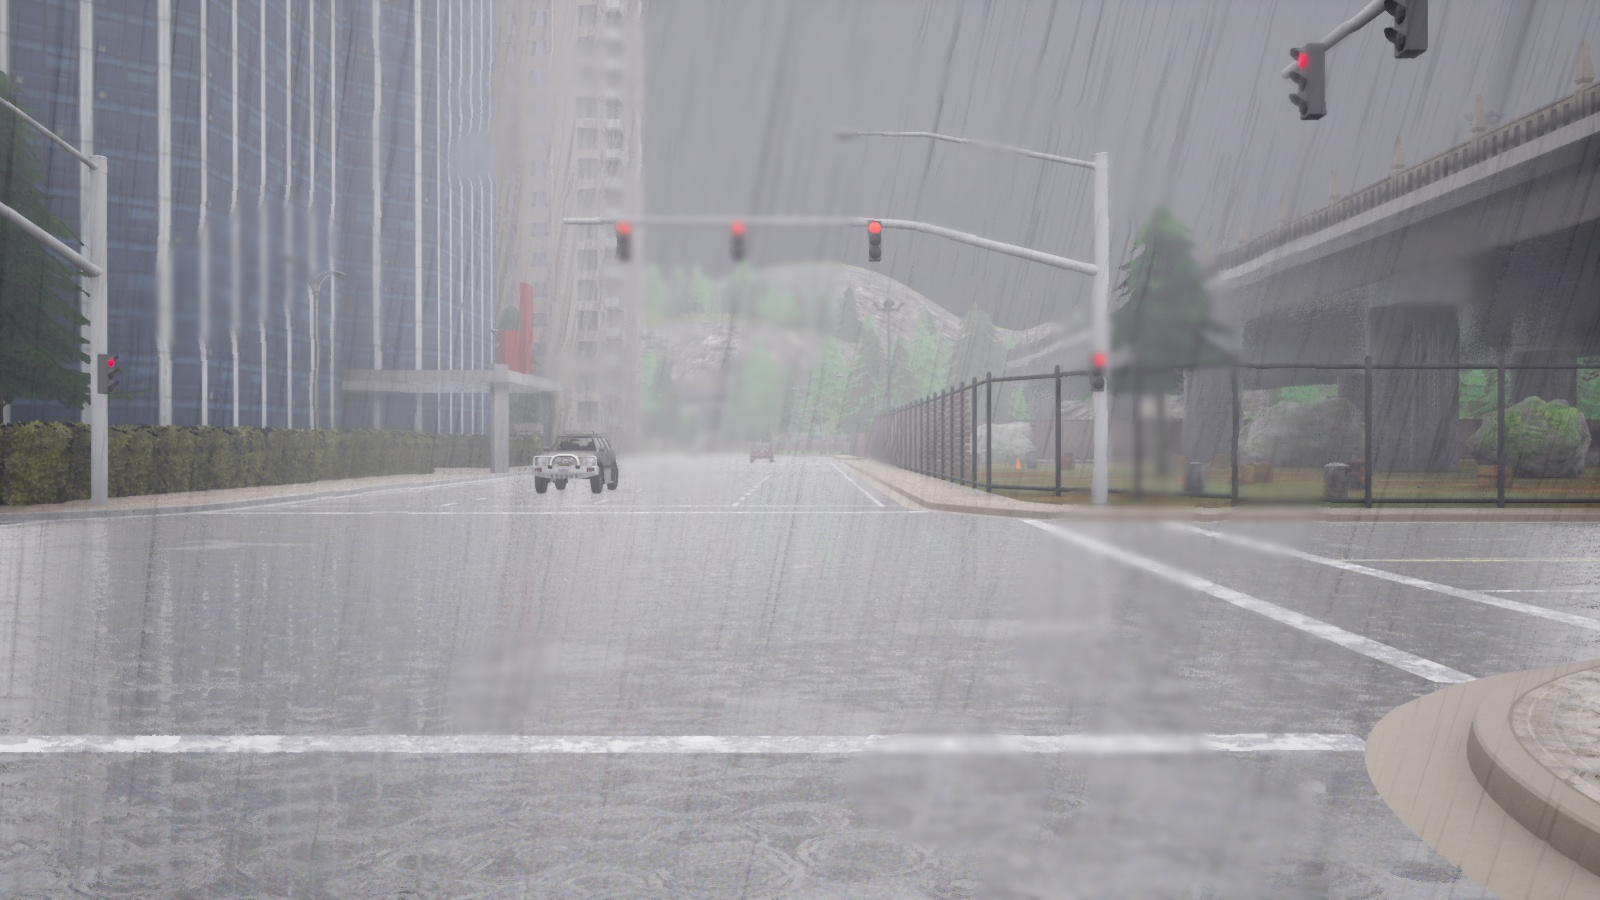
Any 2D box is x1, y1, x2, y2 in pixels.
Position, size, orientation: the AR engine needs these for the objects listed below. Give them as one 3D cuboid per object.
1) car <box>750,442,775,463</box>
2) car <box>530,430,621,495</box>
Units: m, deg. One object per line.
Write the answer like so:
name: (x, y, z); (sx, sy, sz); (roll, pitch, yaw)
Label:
car: (-2.923, 0.192, 98.497); (1.789, 1.549, 3.705); (0, 1, 0)
car: (-6.765, 0.341, 38.320); (1.932, 1.855, 4.605); (0, 0, 0)
